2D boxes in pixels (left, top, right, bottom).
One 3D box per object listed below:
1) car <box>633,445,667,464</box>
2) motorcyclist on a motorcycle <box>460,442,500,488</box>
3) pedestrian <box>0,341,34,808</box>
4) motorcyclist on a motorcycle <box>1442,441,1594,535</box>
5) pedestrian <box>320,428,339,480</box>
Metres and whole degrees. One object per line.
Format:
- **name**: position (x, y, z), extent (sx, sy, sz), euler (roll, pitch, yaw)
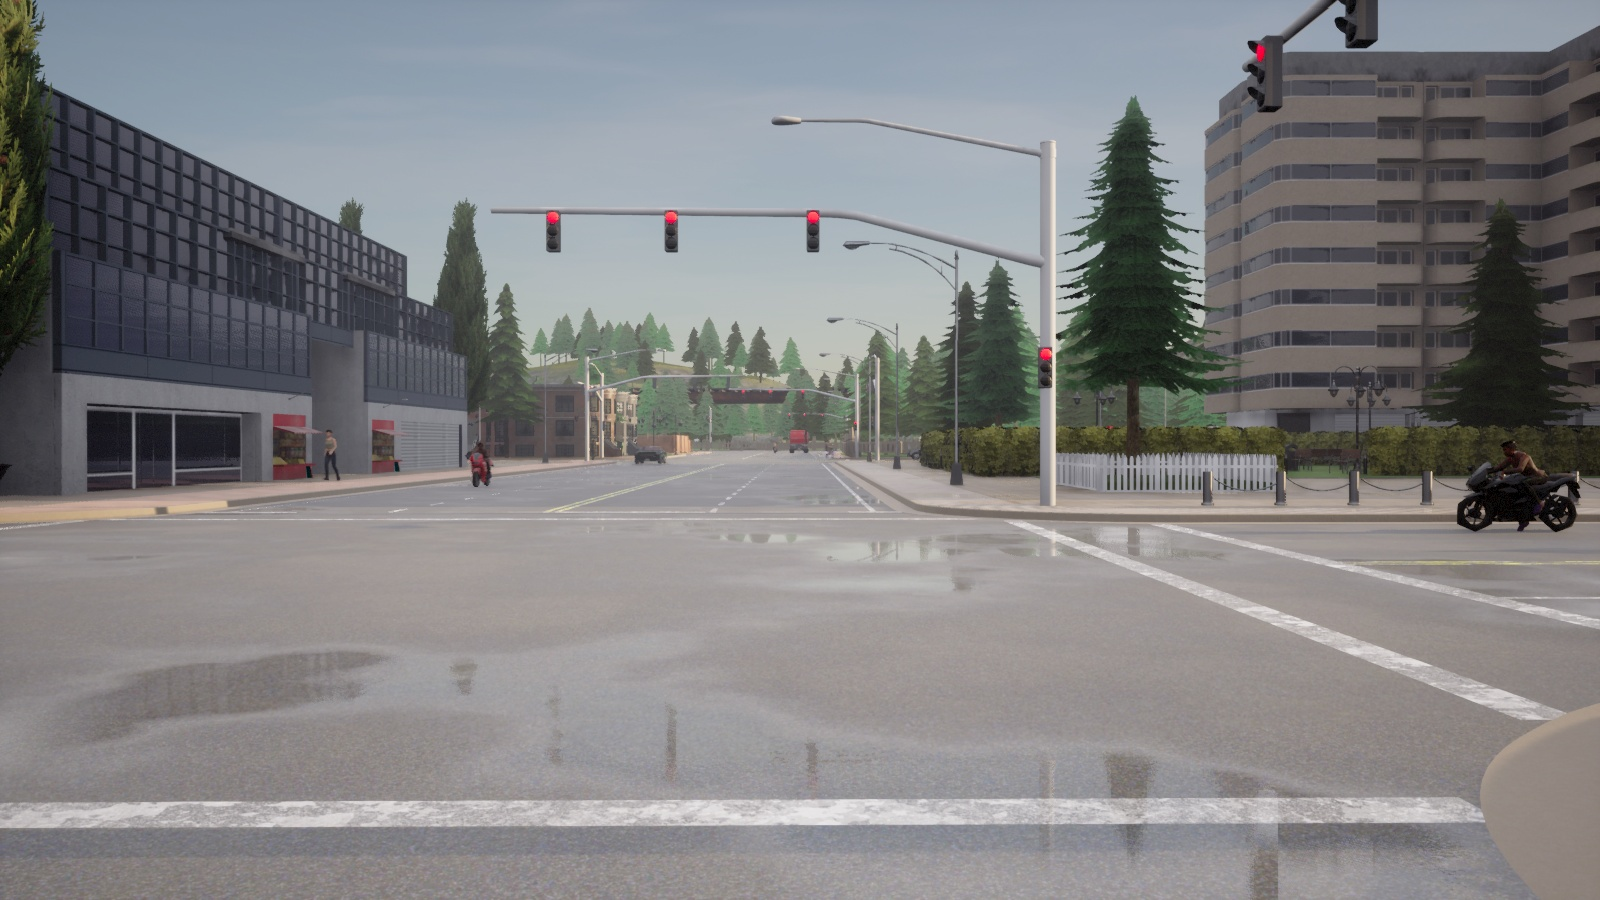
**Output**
- **car**: position (-10.664, 0.333, 89.600), extent (1.895, 1.301, 4.718), euler (0, 0, 0)
- **motorcyclist on a motorcycle**: position (-10.670, 0.483, 41.942), extent (0.797, 1.523, 2.044), euler (0, 0, 0)
- **pedestrian**: position (-3.652, 0.516, 5.216), extent (0.692, 1.930, 0.395), euler (0, 0, 2)
- **motorcyclist on a motorcycle**: position (11.870, 0.621, 20.800), extent (2.044, 1.523, 0.797), euler (0, 0, 0)
- **pedestrian**: position (-16.625, 0.141, 44.381), extent (0.345, 1.836, 0.594), euler (0, 0, 19)
